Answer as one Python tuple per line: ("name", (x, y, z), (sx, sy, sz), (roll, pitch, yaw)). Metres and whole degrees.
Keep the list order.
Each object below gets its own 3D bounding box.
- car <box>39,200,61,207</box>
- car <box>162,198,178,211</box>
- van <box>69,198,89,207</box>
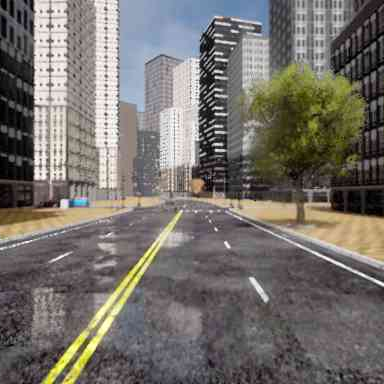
("car", (-28.160, 2.187, 66.474), (4.507, 1.381, 1.887), (0, 0, 1))
("car", (-3.228, 2.017, 49.600), (2.097, 1.767, 4.553), (0, -1, 0))
("van", (-22.621, 2.009, 66.427), (3.998, 1.788, 1.690), (0, 0, 1))
